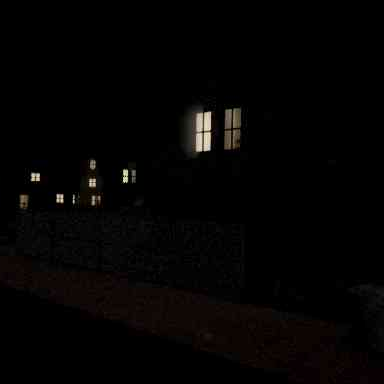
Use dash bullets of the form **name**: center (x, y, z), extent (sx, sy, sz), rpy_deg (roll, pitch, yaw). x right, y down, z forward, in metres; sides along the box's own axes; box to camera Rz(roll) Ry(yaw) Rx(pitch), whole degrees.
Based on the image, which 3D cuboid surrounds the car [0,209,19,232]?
- **car**: center (-12.940, 1.661, 20.199), extent (1.882, 1.535, 5.008), rpy_deg (2, 0, 37)

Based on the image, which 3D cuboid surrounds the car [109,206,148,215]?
- **car**: center (-5.783, 1.970, 29.812), extent (1.812, 1.442, 4.674), rpy_deg (2, 0, 36)
